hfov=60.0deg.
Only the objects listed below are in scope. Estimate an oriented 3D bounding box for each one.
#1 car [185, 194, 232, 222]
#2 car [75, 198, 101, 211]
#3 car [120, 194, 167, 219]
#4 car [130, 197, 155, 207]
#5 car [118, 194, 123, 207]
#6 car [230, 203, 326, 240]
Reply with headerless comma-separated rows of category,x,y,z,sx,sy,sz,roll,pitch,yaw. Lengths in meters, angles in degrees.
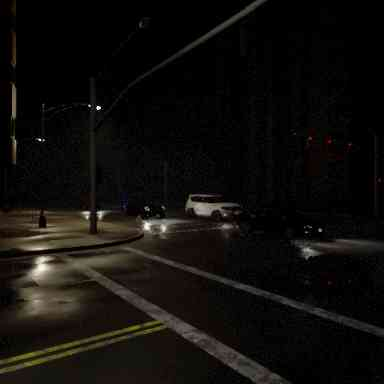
car,1.681,1.221,26.911,2.150,2.045,5.566,0,0,-36
car,-12.825,1.478,40.898,1.882,1.535,5.008,0,0,-36
car,-4.085,1.351,28.872,2.097,1.767,4.553,0,0,-36
car,-7.814,1.526,52.092,1.812,1.442,4.674,0,0,-37
car,-6.519,1.220,38.155,2.150,2.045,5.566,0,0,-36
car,4.443,1.505,17.190,1.837,1.490,4.892,0,0,-36
